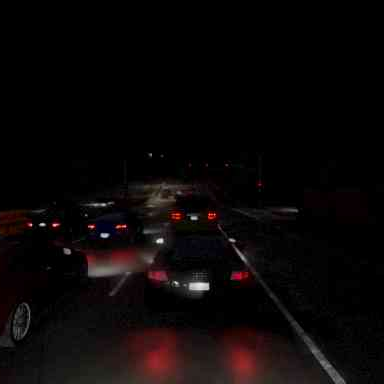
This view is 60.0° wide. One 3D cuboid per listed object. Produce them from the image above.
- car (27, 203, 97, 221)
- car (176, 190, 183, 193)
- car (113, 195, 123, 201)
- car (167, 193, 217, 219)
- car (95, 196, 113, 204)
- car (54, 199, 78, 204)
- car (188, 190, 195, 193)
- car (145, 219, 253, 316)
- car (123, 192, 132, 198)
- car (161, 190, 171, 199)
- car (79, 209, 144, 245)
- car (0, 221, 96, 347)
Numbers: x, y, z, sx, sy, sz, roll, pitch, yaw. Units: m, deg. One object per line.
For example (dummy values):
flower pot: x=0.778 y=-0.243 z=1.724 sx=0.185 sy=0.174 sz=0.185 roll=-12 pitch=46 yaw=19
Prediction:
car: x=-6.902 y=1.547 z=17.756 sx=2.033 sy=1.411 sz=5.357 roll=0 pitch=0 yaw=-1
car: x=-3.661 y=1.070 z=87.119 sx=1.812 sy=1.442 sz=4.674 roll=0 pitch=3 yaw=0
car: x=-17.590 y=1.560 z=75.599 sx=1.895 sy=1.301 sz=4.718 roll=0 pitch=0 yaw=0
car: x=0.089 y=1.221 z=17.022 sx=2.150 sy=2.045 sz=5.566 roll=0 pitch=0 yaw=0
car: x=-17.566 y=1.601 z=65.236 sx=1.895 sy=1.301 sz=4.718 roll=0 pitch=0 yaw=0
car: x=-17.627 y=1.601 z=46.693 sx=1.895 sy=1.301 sz=4.718 roll=0 pitch=0 yaw=0
car: x=-0.163 y=1.000 z=87.528 sx=1.882 sy=1.535 sz=5.008 roll=0 pitch=3 yaw=0
car: x=0.101 y=1.564 z=7.618 sx=1.994 sy=1.385 sz=4.181 roll=0 pitch=0 yaw=-1
car: x=-17.682 y=0.738 z=90.513 sx=1.837 sy=1.490 sz=4.892 roll=0 pitch=3 yaw=0
car: x=-7.161 y=1.070 z=87.097 sx=1.812 sy=1.442 sz=4.674 roll=0 pitch=3 yaw=0
car: x=-3.410 y=1.526 z=15.305 sx=1.812 sy=1.442 sz=4.674 roll=0 pitch=0 yaw=0
car: x=-3.409 y=1.526 z=6.175 sx=1.812 sy=1.442 sz=4.674 roll=0 pitch=0 yaw=0
